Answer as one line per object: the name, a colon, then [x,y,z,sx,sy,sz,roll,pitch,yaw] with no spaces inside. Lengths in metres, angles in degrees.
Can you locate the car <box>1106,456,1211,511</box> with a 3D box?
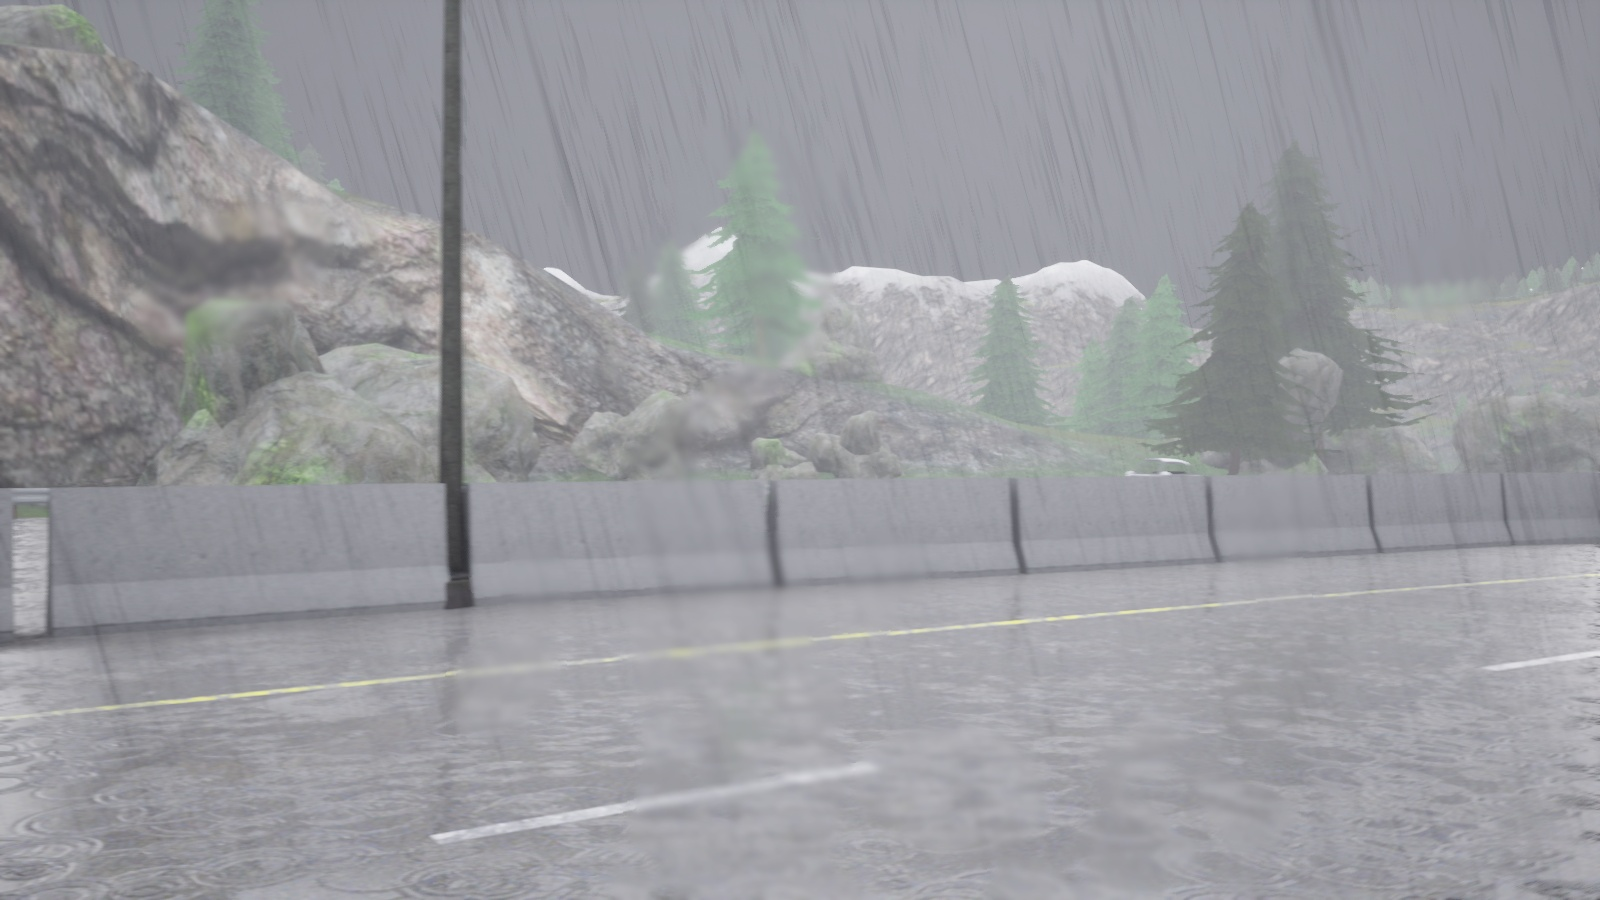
car: [9.371,0.851,32.823,2.207,1.376,1.481,0,-1,-25]
